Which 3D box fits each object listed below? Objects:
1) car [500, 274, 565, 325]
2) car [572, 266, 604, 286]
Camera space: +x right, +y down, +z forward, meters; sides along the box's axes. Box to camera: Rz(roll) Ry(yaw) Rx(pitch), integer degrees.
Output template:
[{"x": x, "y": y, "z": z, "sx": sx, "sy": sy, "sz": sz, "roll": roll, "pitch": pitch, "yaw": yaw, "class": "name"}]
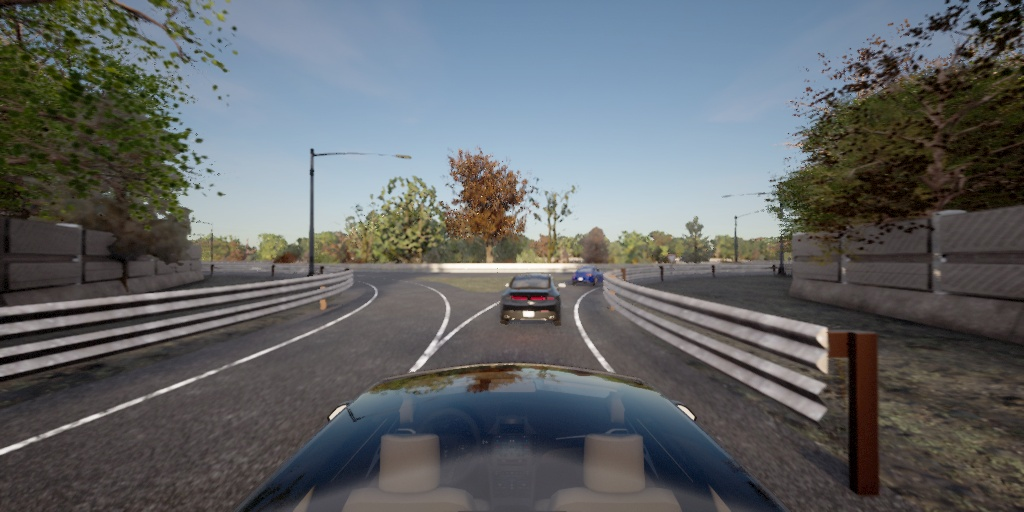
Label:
[{"x": 0.773, "y": 1.361, "z": 12.388, "sx": 1.837, "sy": 1.490, "sz": 4.892, "roll": 0, "pitch": 0, "yaw": 7, "class": "car"}, {"x": 6.151, "y": 1.537, "z": 28.420, "sx": 1.812, "sy": 1.442, "sz": 4.674, "roll": 0, "pitch": -1, "yaw": 29, "class": "car"}]
